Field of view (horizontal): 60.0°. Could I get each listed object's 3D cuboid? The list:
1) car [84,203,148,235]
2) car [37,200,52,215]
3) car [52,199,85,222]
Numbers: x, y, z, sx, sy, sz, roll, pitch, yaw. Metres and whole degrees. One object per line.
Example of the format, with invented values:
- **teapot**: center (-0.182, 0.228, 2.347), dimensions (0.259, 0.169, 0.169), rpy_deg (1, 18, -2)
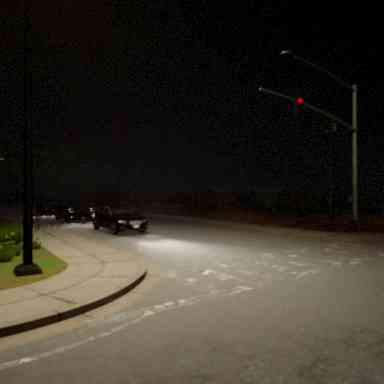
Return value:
- **car**: center (-4.236, 1.510, 19.143), dimensions (2.128, 1.511, 4.902), rpy_deg (0, 0, -34)
- **car**: center (-14.910, 1.543, 34.717), dimensions (1.812, 1.442, 4.674), rpy_deg (0, 0, -34)
- **car**: center (-9.372, 1.370, 26.630), dimensions (2.097, 1.767, 4.553), rpy_deg (0, 0, -34)
